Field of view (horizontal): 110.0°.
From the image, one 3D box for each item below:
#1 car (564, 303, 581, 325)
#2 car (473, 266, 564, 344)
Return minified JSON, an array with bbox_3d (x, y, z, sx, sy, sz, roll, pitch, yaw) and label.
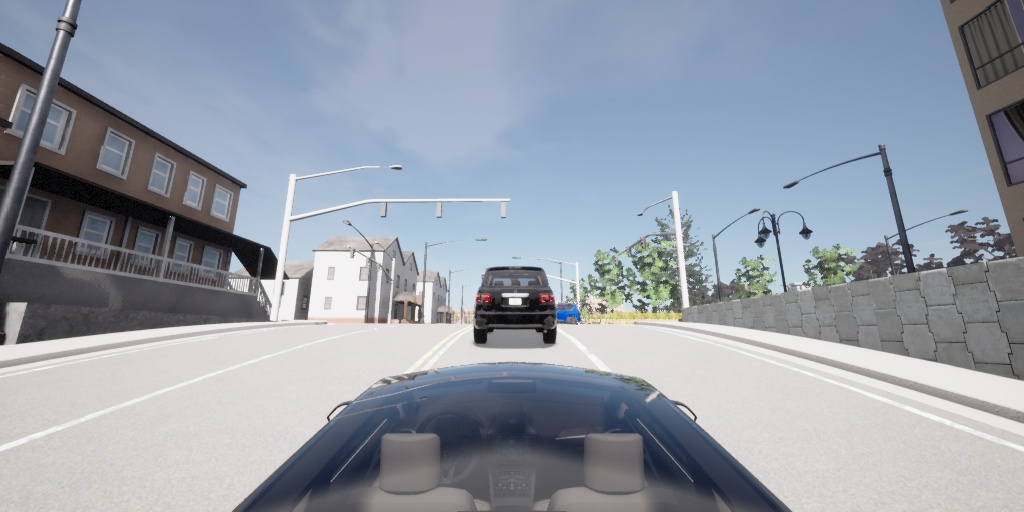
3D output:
[{"bbox_3d":[3.147,5.026,30.436,5.566,2.045,2.150,5,-14,-19],"label":"car"},{"bbox_3d":[0.087,1.503,11.202,2.150,2.045,5.566,0,-7,0],"label":"car"}]
